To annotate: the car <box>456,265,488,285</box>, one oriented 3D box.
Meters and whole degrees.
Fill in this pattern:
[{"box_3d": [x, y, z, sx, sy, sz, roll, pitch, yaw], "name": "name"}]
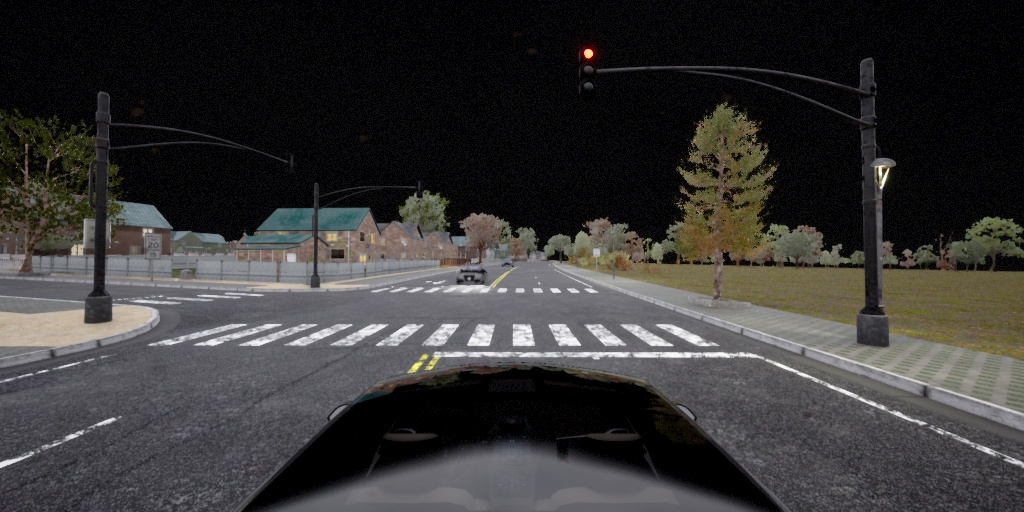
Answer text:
[{"box_3d": [-2.859, 1.344, 26.416, 1.994, 1.385, 4.181, 0, 0, 2], "name": "car"}]
